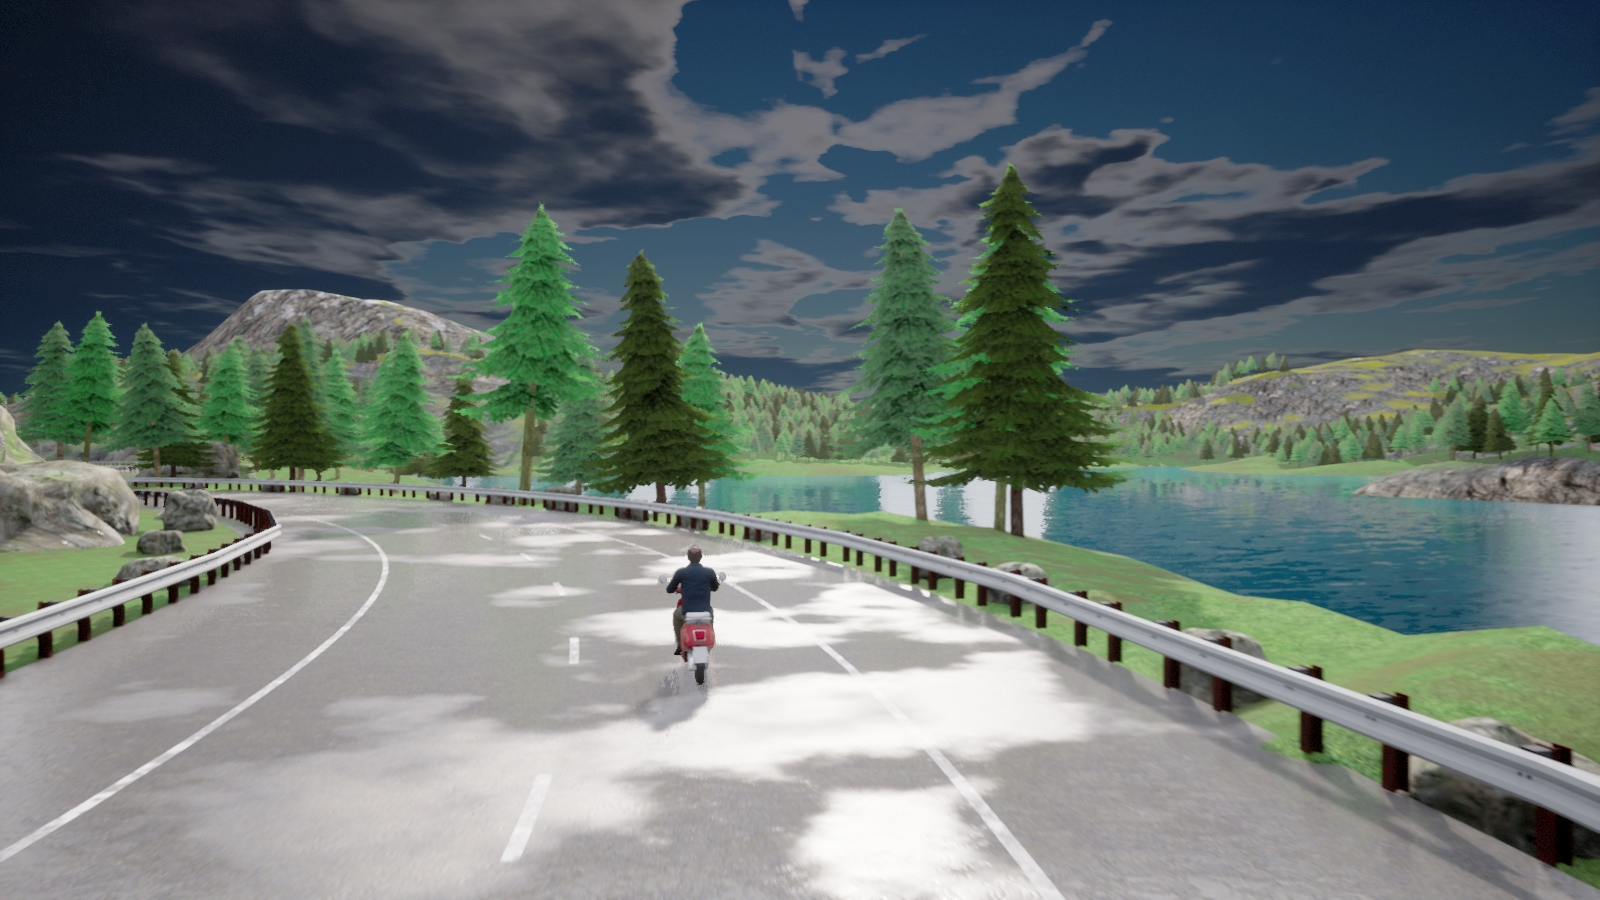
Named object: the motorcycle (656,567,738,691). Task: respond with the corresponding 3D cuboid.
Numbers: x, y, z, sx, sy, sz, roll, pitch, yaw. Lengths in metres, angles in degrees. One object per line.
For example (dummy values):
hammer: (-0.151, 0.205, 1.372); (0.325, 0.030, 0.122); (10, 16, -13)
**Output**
motorcycle: (-1.312, 2.182, 14.271); (0.856, 1.236, 1.805); (-1, 0, -10)
